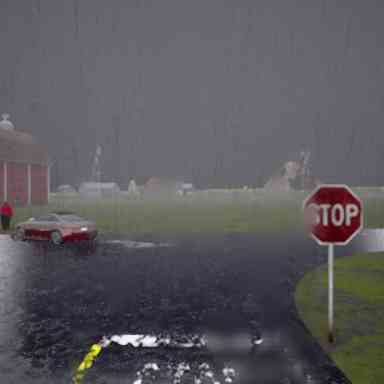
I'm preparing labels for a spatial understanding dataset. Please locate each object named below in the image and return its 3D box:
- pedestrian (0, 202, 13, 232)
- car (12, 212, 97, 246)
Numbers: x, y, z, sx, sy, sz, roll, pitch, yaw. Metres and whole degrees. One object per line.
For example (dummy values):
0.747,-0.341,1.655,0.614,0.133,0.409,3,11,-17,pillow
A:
-11.206,1.461,20.038,0.375,1.860,0.375,0,0,4,pedestrian
-6.479,1.630,15.570,4.181,1.385,1.994,-1,-1,30,car
